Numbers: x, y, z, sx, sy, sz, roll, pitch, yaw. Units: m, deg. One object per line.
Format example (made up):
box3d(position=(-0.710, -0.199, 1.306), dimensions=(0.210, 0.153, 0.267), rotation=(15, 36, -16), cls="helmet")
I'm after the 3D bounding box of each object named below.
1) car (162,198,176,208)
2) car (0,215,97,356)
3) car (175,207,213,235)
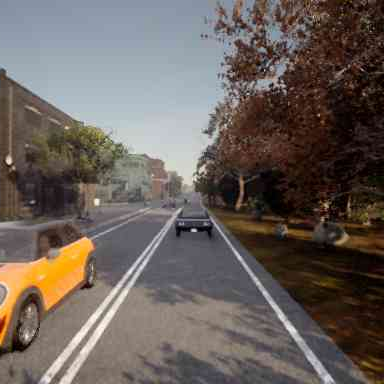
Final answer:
box3d(position=(-3.290, 1.603, 48.452), dimensions=(1.837, 1.490, 4.892), rotation=(0, -1, 1), cls="car")
box3d(position=(-3.349, 1.353, 6.146), dimensions=(2.097, 1.767, 4.553), rotation=(0, 0, 0), cls="car")
box3d(position=(0.102, 1.605, 18.602), dimensions=(1.895, 1.301, 4.718), rotation=(0, 0, 0), cls="car")
